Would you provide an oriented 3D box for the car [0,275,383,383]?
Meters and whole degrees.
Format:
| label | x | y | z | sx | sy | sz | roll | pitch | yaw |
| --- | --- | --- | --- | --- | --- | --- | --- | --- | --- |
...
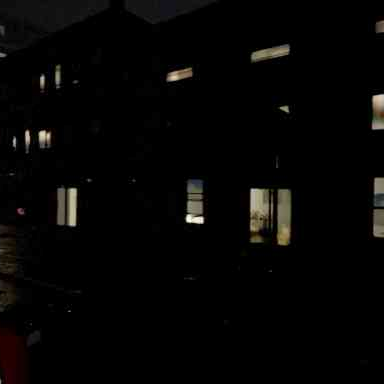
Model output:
| label | x | y | z | sx | sy | sz | roll | pitch | yaw |
| --- | --- | --- | --- | --- | --- | --- | --- | --- | --- |
| car | -0.403 | 1.543 | 3.232 | 4.507 | 1.381 | 1.887 | 0 | 1 | 36 |
